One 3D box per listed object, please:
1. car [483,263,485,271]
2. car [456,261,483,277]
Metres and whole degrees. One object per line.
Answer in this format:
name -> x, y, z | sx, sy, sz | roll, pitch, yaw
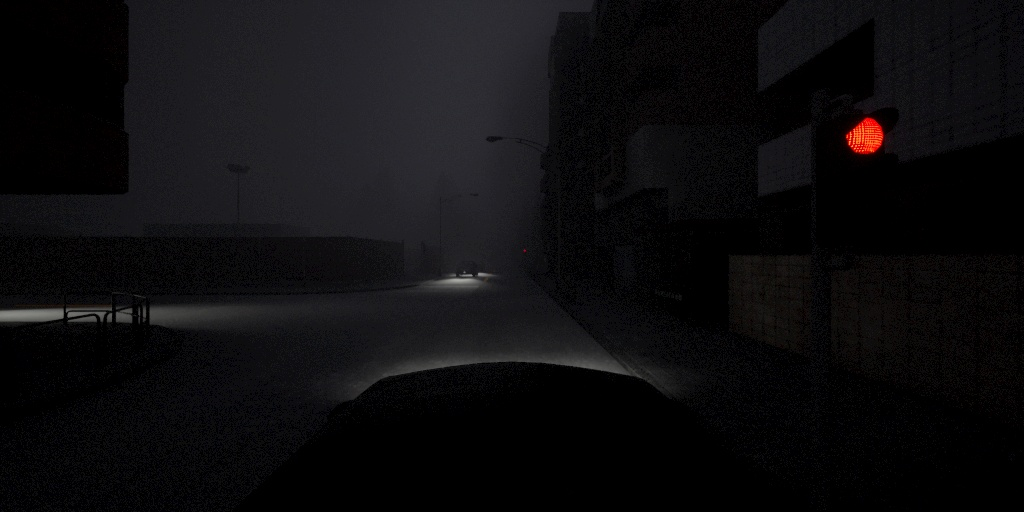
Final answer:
car -> -4.477, 1.351, 45.779 | 1.895, 1.301, 4.718 | 0, 0, 0
car -> -4.410, 1.242, 35.665 | 2.128, 1.511, 4.902 | 0, 0, 0
